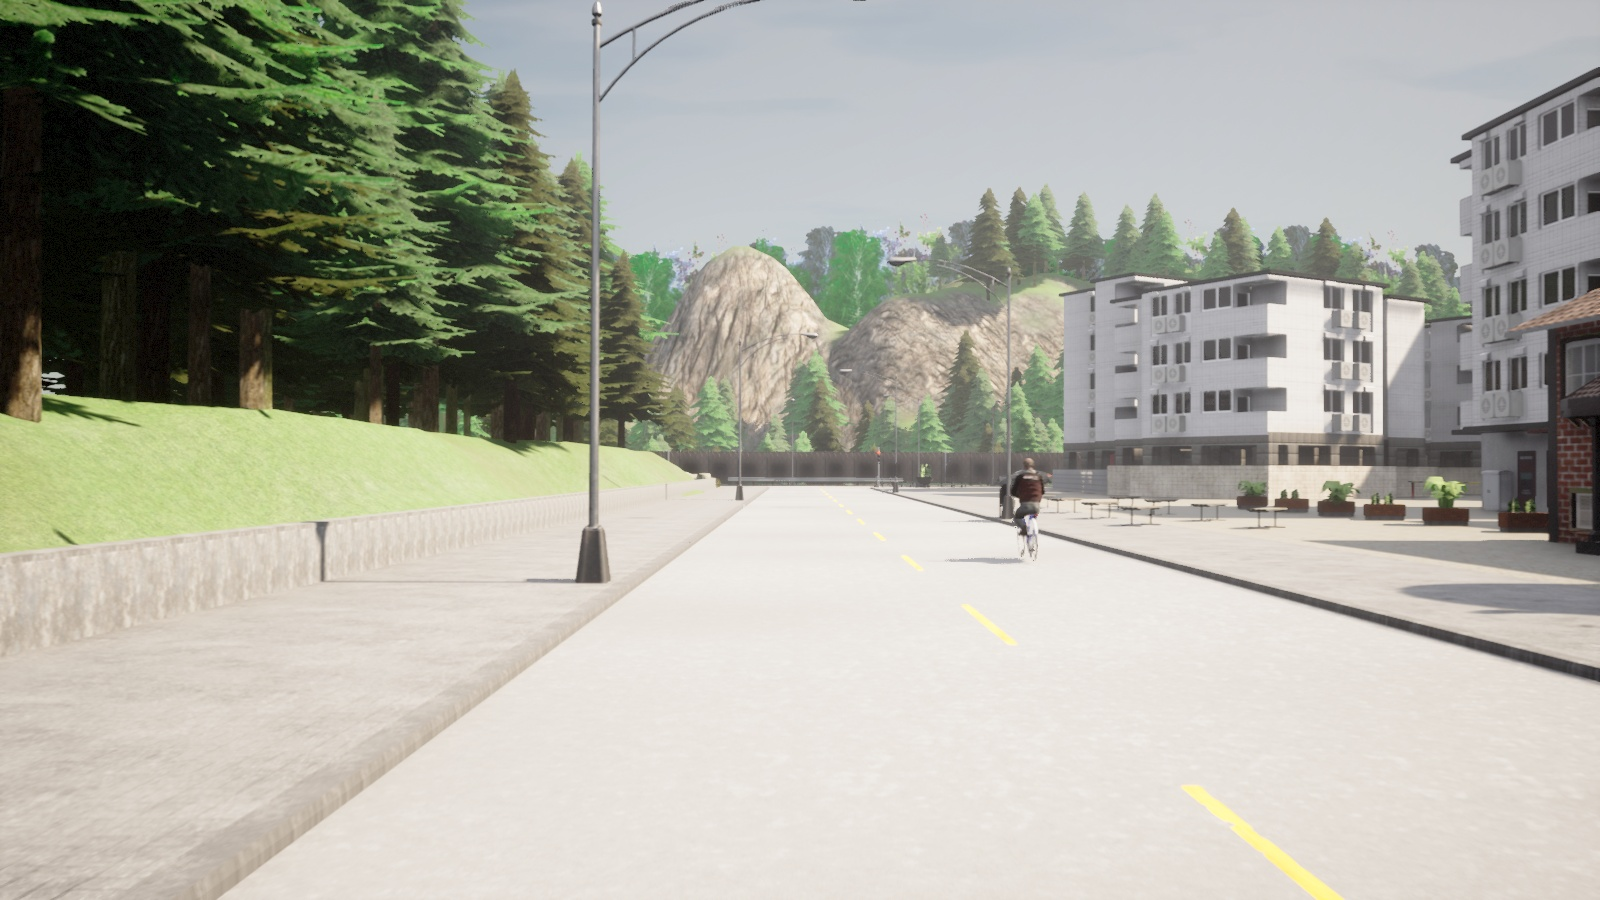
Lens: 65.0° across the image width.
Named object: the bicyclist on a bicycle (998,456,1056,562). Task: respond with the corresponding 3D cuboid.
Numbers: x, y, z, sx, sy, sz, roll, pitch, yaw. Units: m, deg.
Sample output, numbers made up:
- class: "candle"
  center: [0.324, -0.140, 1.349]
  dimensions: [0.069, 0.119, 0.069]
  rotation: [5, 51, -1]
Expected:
- class: "bicyclist on a bicycle"
  center: [3.941, 1.000, 21.915]
  dimensions: [0.659, 1.776, 1.843]
  rotation: [0, -1, 0]
